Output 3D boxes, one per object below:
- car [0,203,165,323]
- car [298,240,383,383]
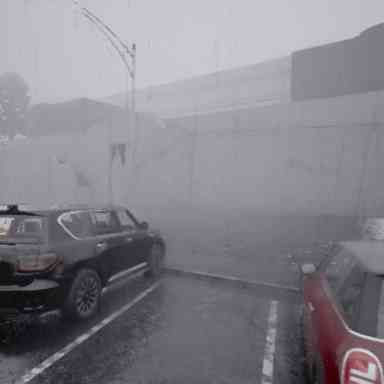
[{"bbox_3d":[-2.422,1.269,7.558,2.435,2.045,5.566,0,-1,16],"label":"car"},{"bbox_3d":[2.452,1.362,4.013,2.185,1.767,4.553,0,-1,15],"label":"car"}]
